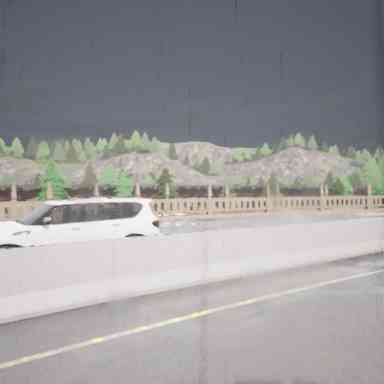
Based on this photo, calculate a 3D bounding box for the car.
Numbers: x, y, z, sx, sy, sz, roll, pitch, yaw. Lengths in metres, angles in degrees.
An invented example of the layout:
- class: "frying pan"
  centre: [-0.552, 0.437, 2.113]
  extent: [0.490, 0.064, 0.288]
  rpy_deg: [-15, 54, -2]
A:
- class: "car"
  centre: [-3.599, 1.194, 9.840]
  extent: [5.566, 2.045, 2.150]
  rpy_deg: [0, 0, -33]
